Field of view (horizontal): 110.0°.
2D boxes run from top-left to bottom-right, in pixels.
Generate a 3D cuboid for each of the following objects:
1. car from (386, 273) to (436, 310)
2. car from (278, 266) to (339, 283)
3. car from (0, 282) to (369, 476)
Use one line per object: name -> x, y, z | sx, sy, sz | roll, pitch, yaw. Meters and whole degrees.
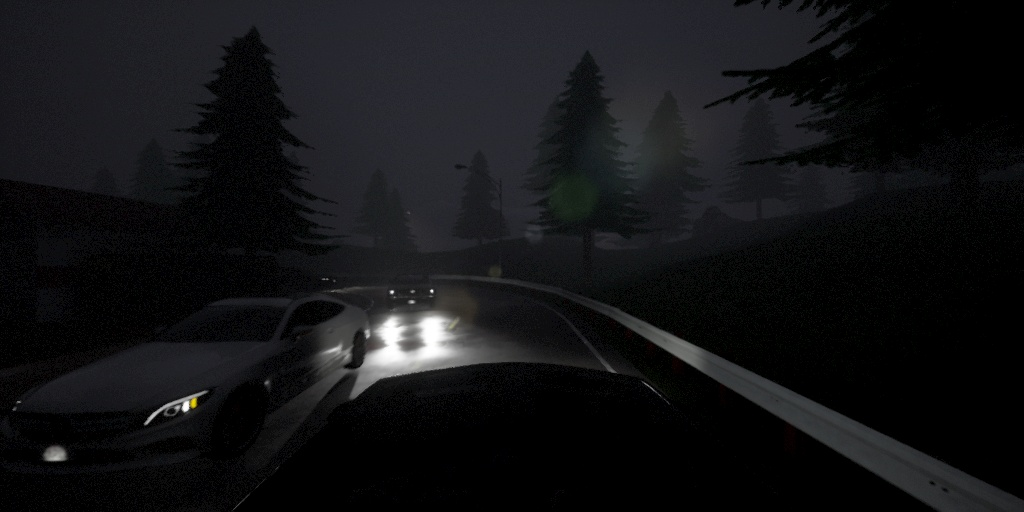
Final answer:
car -> -4.344, 1.423, 15.520 | 1.895, 1.301, 4.718 | 0, 0, -16
car -> -13.832, 1.381, 23.331 | 4.892, 1.490, 1.837 | 0, 0, 6
car -> -3.604, 1.294, 5.145 | 1.812, 1.442, 4.674 | 0, 0, -1
